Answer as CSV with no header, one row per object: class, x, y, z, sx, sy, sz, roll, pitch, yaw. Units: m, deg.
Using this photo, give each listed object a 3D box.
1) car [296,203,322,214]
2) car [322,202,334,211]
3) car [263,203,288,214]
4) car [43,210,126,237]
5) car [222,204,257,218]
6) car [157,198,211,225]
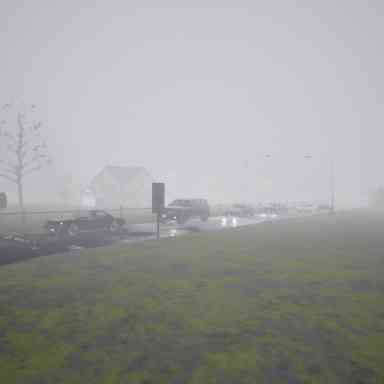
car,16.339,2.288,46.860,1.895,1.301,4.718,1,0,35
car,22.166,2.380,55.108,1.994,1.385,4.181,1,0,35
car,11.285,2.196,44.723,1.895,1.301,4.718,1,0,36
car,-6.309,1.785,19.866,1.895,1.301,4.718,1,0,35
car,5.354,2.007,36.383,2.033,1.411,5.357,1,0,35
car,-0.558,1.543,28.009,2.150,2.045,5.566,1,0,35
